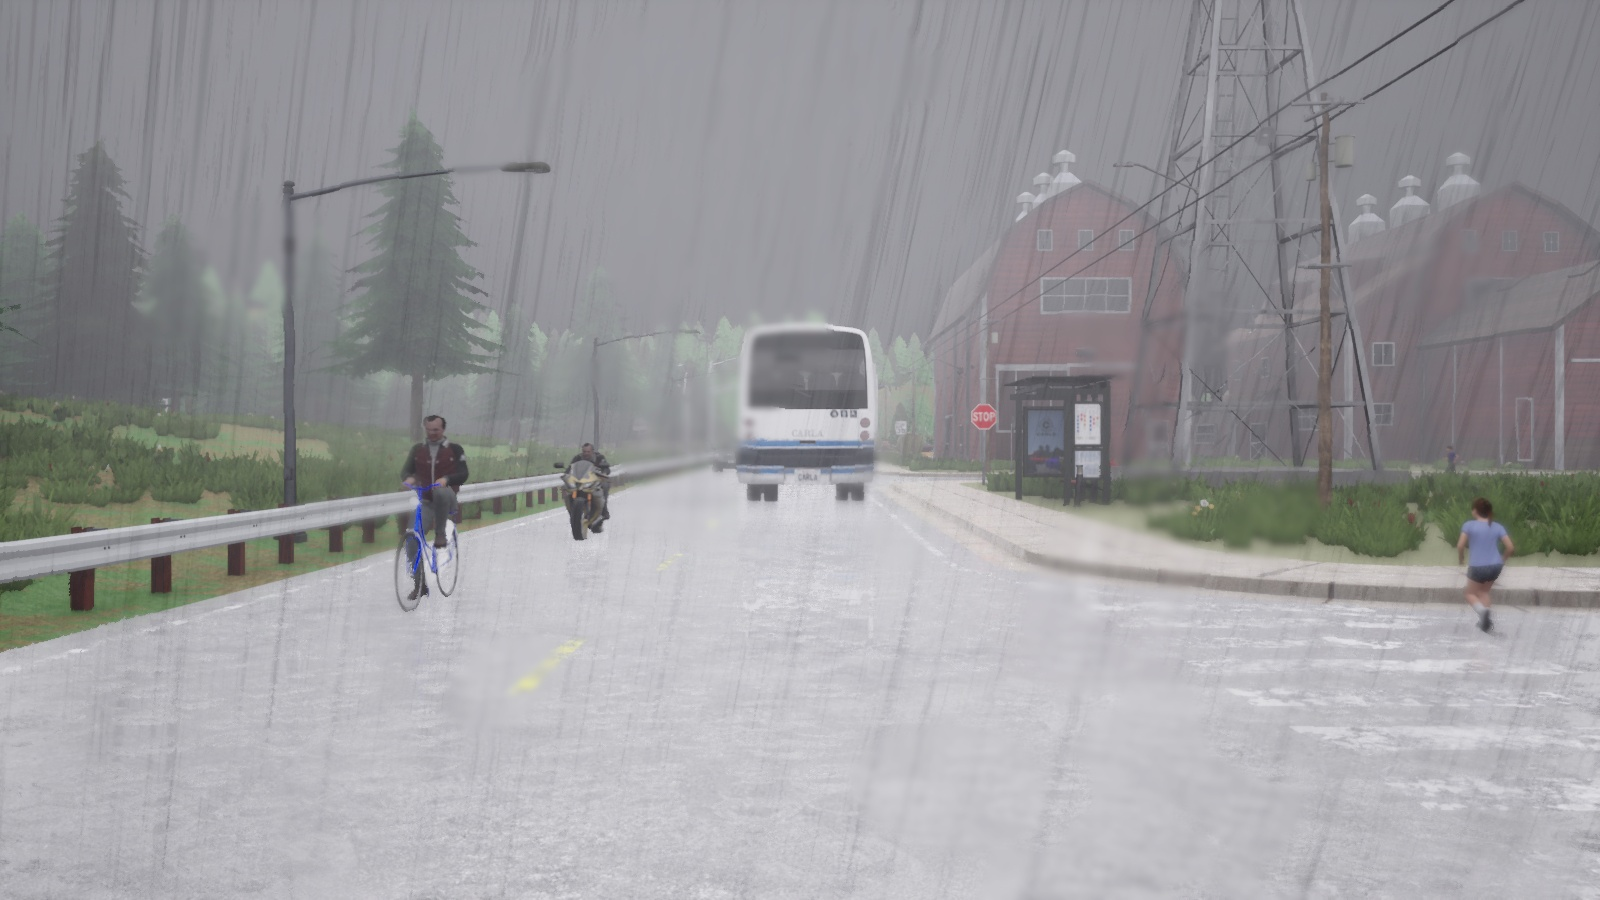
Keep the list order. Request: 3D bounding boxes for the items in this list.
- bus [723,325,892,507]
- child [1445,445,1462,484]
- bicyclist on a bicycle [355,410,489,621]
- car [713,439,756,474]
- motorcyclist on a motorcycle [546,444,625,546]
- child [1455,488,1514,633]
[{"bbox_3d":[0.206,-0.824,34.443,3.944,4.253,10.273,0,0,0],"label":"bus"},{"bbox_3d":[21.070,0.470,40.504,0.437,1.263,0.270,0,0,20],"label":"child"},{"bbox_3d":[-3.421,0.549,11.525,0.659,1.776,1.843,0,0,0],"label":"bicyclist on a bicycle"},{"bbox_3d":[-3.148,0.297,61.224,1.851,1.617,3.988,0,0,0],"label":"car"},{"bbox_3d":[-3.375,0.666,19.965,0.866,1.530,2.191,0,0,0],"label":"motorcyclist on a motorcycle"},{"bbox_3d":[5.391,0.860,9.899,0.255,1.110,0.394,0,0,1],"label":"child"}]
